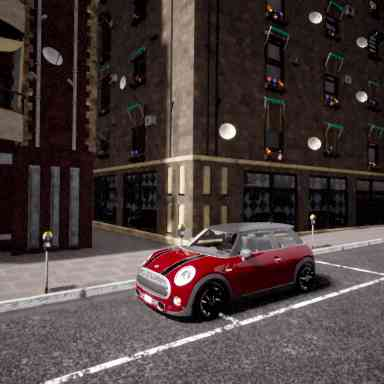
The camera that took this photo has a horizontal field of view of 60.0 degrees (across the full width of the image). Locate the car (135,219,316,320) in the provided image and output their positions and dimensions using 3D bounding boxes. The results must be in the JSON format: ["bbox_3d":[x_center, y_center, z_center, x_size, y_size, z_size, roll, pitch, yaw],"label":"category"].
[{"bbox_3d":[0.819,1.441,7.276,4.097,1.590,1.967,0,1,-35],"label":"car"}]
